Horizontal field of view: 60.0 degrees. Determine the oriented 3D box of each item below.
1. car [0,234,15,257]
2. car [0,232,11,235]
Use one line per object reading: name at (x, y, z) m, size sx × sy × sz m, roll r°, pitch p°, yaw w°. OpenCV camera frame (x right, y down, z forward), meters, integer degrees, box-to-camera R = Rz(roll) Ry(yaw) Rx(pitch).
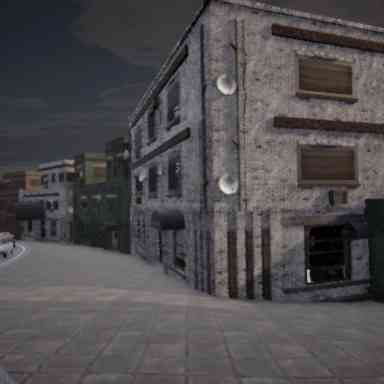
car at (-14.145, 4.002, 23.957) m, size 1.895 × 1.301 × 4.718 m, roll -1°, pitch -5°, yaw -22°
car at (-20.188, 5.016, 35.431) m, size 2.097 × 1.767 × 4.553 m, roll 0°, pitch -5°, yaw -32°
